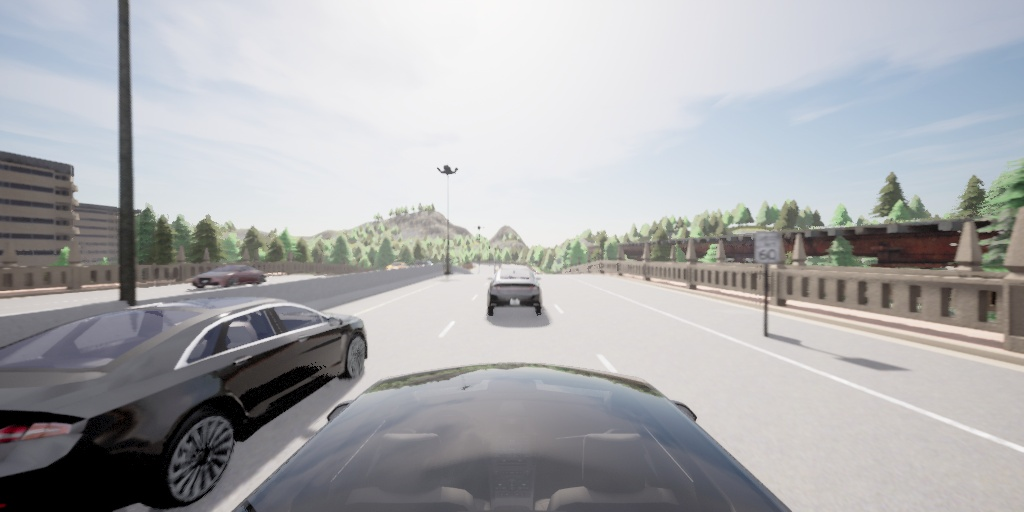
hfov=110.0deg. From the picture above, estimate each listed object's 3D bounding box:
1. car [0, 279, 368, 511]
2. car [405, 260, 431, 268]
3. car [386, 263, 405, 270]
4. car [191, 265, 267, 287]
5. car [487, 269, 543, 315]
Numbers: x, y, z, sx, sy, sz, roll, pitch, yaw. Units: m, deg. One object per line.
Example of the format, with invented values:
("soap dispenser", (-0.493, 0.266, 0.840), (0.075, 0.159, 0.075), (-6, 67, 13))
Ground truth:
("car", (-3.411, 1.236, 4.321), (2.128, 1.511, 4.902), (0, 0, 0))
("car", (-10.605, 1.299, 42.232), (2.097, 1.767, 4.553), (0, -2, 0))
("car", (-14.102, 1.545, 44.633), (1.882, 1.535, 5.008), (0, -3, 0))
("car", (-17.610, 1.270, 22.554), (1.994, 1.385, 4.181), (0, 0, 0))
("car", (0.091, 1.214, 13.445), (2.128, 1.511, 4.902), (0, 0, 0))
